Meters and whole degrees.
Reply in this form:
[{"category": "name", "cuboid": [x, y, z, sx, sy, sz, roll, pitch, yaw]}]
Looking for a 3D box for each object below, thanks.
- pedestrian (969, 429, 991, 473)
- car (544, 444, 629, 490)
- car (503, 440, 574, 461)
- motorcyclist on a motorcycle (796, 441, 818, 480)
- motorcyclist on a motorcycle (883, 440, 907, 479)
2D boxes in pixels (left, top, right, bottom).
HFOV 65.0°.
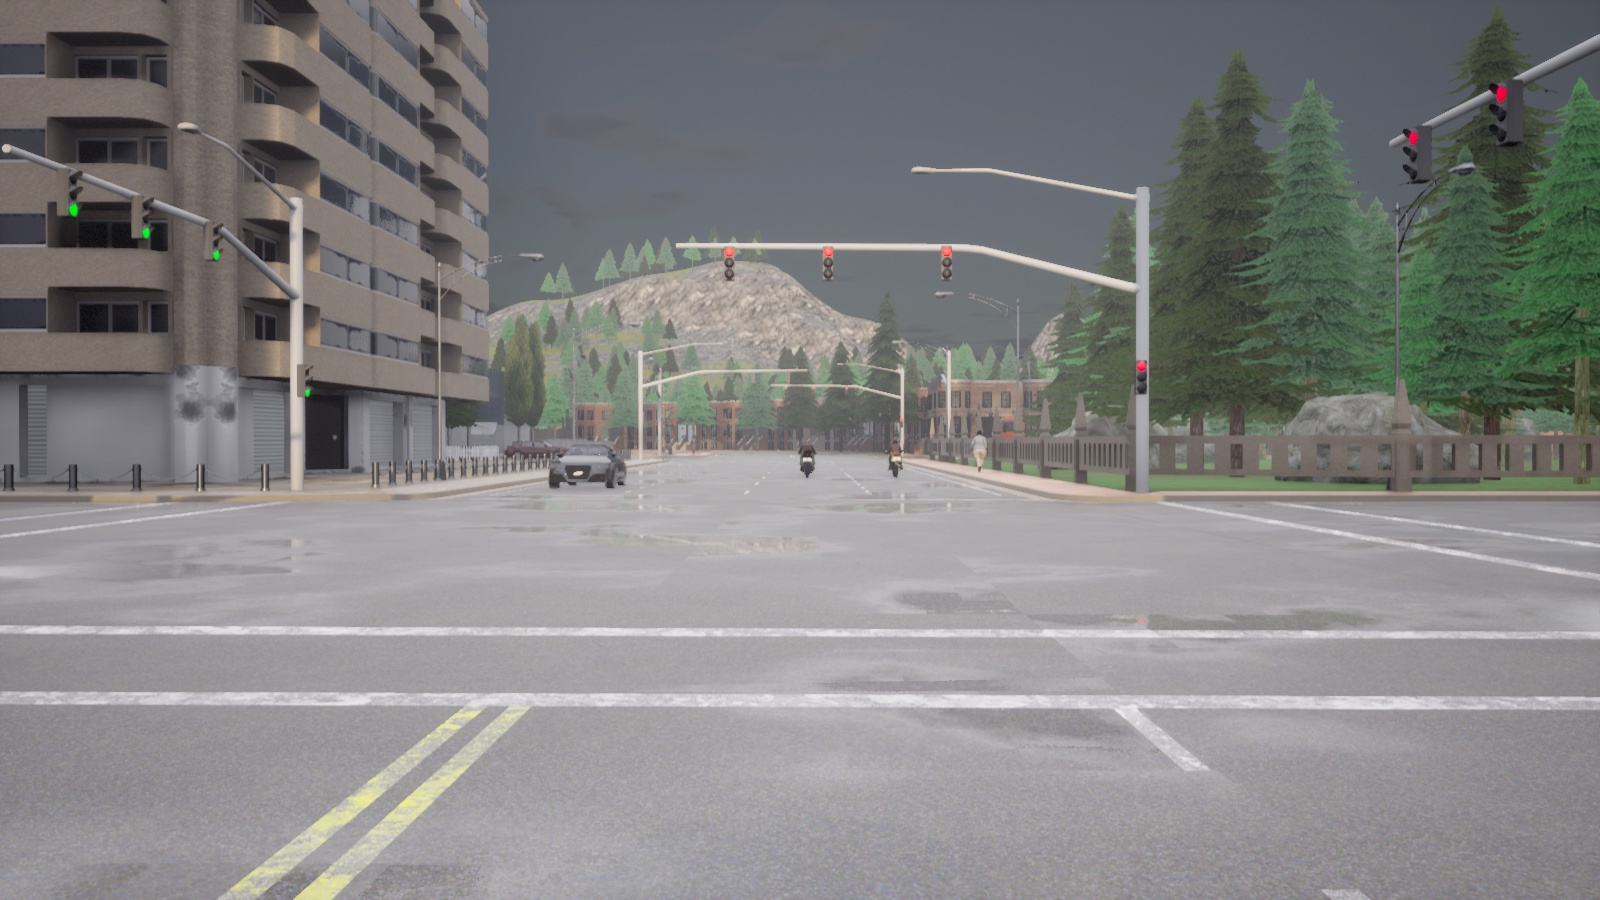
[{"category": "pedestrian", "cuboid": [7.691, 0.029, 53.668, 0.874, 1.855, 0.900, 0, 0, 11]}, {"category": "car", "cuboid": [-6.764, 0.518, 40.216, 1.994, 1.385, 4.181, 0, 0, 0]}, {"category": "car", "cuboid": [-19.808, 0.029, 95.340, 5.008, 1.535, 1.882, 0, 0, 0]}, {"category": "motorcyclist on a motorcycle", "cuboid": [0.298, 0.416, 51.308, 0.866, 1.530, 2.191, 0, 0, 0]}, {"category": "motorcyclist on a motorcycle", "cuboid": [3.792, 0.374, 50.194, 0.797, 1.523, 2.044, 0, 0, 0]}]
